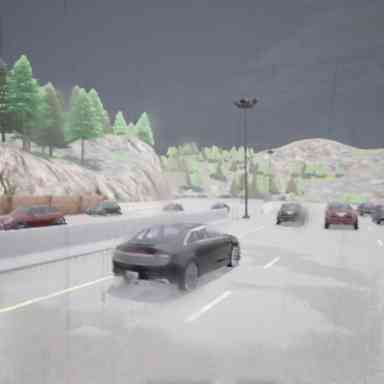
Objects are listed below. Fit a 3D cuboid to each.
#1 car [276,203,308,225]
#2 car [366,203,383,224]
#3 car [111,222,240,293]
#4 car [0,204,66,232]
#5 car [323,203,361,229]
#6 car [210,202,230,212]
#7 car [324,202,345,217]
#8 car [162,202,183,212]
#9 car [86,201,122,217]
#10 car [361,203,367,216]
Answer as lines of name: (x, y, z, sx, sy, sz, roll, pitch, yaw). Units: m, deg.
car: (8.167, 1.661, 26.909, 2.097, 1.767, 4.553, -1, -1, 23)
car: (15.785, 1.827, 26.981, 2.033, 1.411, 5.357, -1, -1, 22)
car: (-0.158, 1.612, 9.397, 2.128, 1.511, 4.902, -1, -1, 28)
car: (-10.256, 1.657, 20.866, 2.097, 1.767, 4.553, -1, -1, 26)
car: (10.811, 1.615, 24.188, 2.097, 1.767, 4.553, -1, -1, 23)
car: (3.845, 2.128, 45.731, 1.994, 1.385, 4.181, 0, -1, 19)
car: (15.778, 1.932, 37.082, 1.812, 1.442, 4.674, 0, -1, 19)
car: (-2.732, 2.184, 48.121, 1.994, 1.385, 4.181, 0, -1, 18)
car: (-10.061, 1.876, 38.274, 2.097, 1.767, 4.553, -1, -1, 21)
car: (19.530, 1.941, 37.170, 2.033, 1.411, 5.357, 0, -1, 19)
